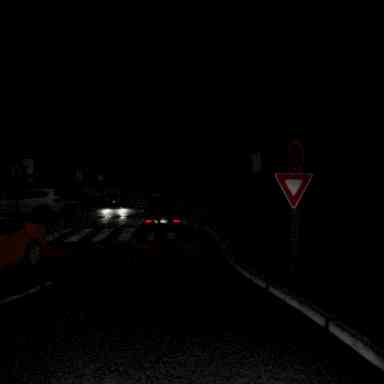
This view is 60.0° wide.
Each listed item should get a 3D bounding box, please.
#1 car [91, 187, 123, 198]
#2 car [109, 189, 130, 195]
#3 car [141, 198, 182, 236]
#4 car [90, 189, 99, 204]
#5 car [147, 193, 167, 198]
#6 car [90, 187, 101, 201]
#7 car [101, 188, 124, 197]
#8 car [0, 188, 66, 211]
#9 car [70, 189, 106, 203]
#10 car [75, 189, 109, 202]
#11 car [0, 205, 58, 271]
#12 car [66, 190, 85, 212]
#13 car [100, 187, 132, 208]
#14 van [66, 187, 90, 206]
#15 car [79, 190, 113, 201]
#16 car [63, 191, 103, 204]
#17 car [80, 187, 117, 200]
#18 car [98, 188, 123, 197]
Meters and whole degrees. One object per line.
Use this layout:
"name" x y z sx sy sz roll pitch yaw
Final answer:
"car" -16.521 0.054 64.319 5.566 2.045 2.435 -2 1 -27
"car" -19.241 -0.060 88.154 4.892 1.521 2.231 -1 1 -27
"car" -1.528 1.244 16.429 2.033 1.411 5.357 0 1 -7
"car" -13.513 0.780 37.443 5.008 1.535 2.097 -1 2 -26
"car" -3.696 0.823 35.309 1.882 1.535 5.008 0 1 -7
"car" -13.892 0.600 40.420 4.553 1.767 2.185 -1 1 -27
"car" -17.563 0.038 73.236 4.553 1.767 2.185 -1 1 -26
"car" -11.824 0.807 22.499 5.566 2.045 2.435 -1 2 -27
"car" -14.500 0.489 46.406 4.553 1.767 2.185 -1 2 -26
"car" -14.834 0.436 49.388 4.553 1.767 2.185 -1 2 -26
"car" -5.496 1.328 7.983 1.882 1.535 5.008 1 1 7
"car" -12.330 0.940 28.578 5.366 1.575 1.946 -1 1 -27
"car" -7.963 0.562 35.337 2.150 2.045 5.566 0 1 -6
"van" -13.287 0.612 34.401 4.442 1.987 1.878 -1 2 -27
"car" -15.174 0.538 52.385 4.792 1.488 2.163 -1 1 -26
"car" -14.196 0.710 43.416 4.674 1.452 2.002 -1 1 -26
"car" -15.509 0.205 55.361 5.566 2.045 2.435 -1 1 -26
"car" -17.228 0.085 70.253 4.553 1.767 2.185 -1 1 -26
